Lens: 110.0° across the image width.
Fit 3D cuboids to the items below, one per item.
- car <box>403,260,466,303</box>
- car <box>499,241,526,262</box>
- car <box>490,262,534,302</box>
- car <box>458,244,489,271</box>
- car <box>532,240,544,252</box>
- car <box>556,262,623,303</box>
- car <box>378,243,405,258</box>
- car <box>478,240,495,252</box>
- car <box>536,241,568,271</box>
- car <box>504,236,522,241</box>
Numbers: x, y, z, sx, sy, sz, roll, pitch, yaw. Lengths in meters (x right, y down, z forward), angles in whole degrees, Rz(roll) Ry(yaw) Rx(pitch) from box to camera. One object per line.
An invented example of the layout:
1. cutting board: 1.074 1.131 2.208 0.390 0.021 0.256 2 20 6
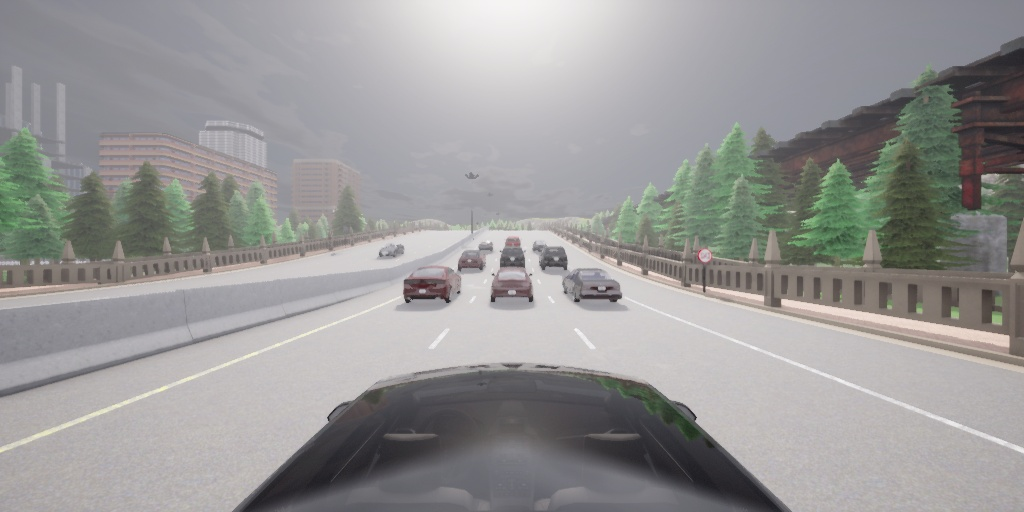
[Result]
1. car: -3.500 1.168 16.483 1.882 1.535 5.008 0 1 0
2. car: 0.056 0.100 31.426 2.150 2.045 5.566 0 5 0
3. car: 0.000 1.218 16.483 1.812 1.442 4.674 0 1 0
4. car: -3.445 0.216 31.391 2.097 1.767 4.553 0 5 0
5. car: 3.640 -1.347 46.571 1.812 1.442 4.674 0 7 0
6. car: 3.501 1.247 16.484 2.033 1.411 5.357 0 1 0
7. car: -13.889 -0.719 41.559 2.128 1.511 4.902 0 7 0
8. car: -3.360 -1.385 46.610 2.128 1.511 4.902 0 7 0
9. car: 3.556 0.100 31.407 2.150 2.045 5.566 0 5 0
10. car: 0.140 -1.625 46.596 2.150 2.045 5.566 0 7 0
